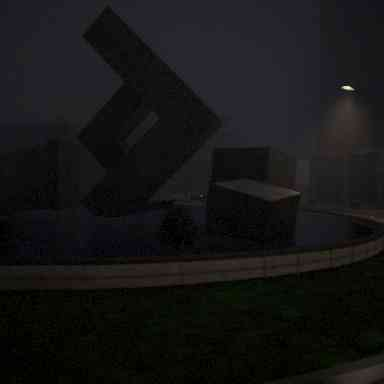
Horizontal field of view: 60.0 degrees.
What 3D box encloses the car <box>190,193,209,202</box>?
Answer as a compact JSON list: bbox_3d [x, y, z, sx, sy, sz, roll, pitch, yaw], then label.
[{"bbox_3d":[1.446,0.778,50.974,1.895,1.301,4.718,2,1,27],"label":"car"}]
